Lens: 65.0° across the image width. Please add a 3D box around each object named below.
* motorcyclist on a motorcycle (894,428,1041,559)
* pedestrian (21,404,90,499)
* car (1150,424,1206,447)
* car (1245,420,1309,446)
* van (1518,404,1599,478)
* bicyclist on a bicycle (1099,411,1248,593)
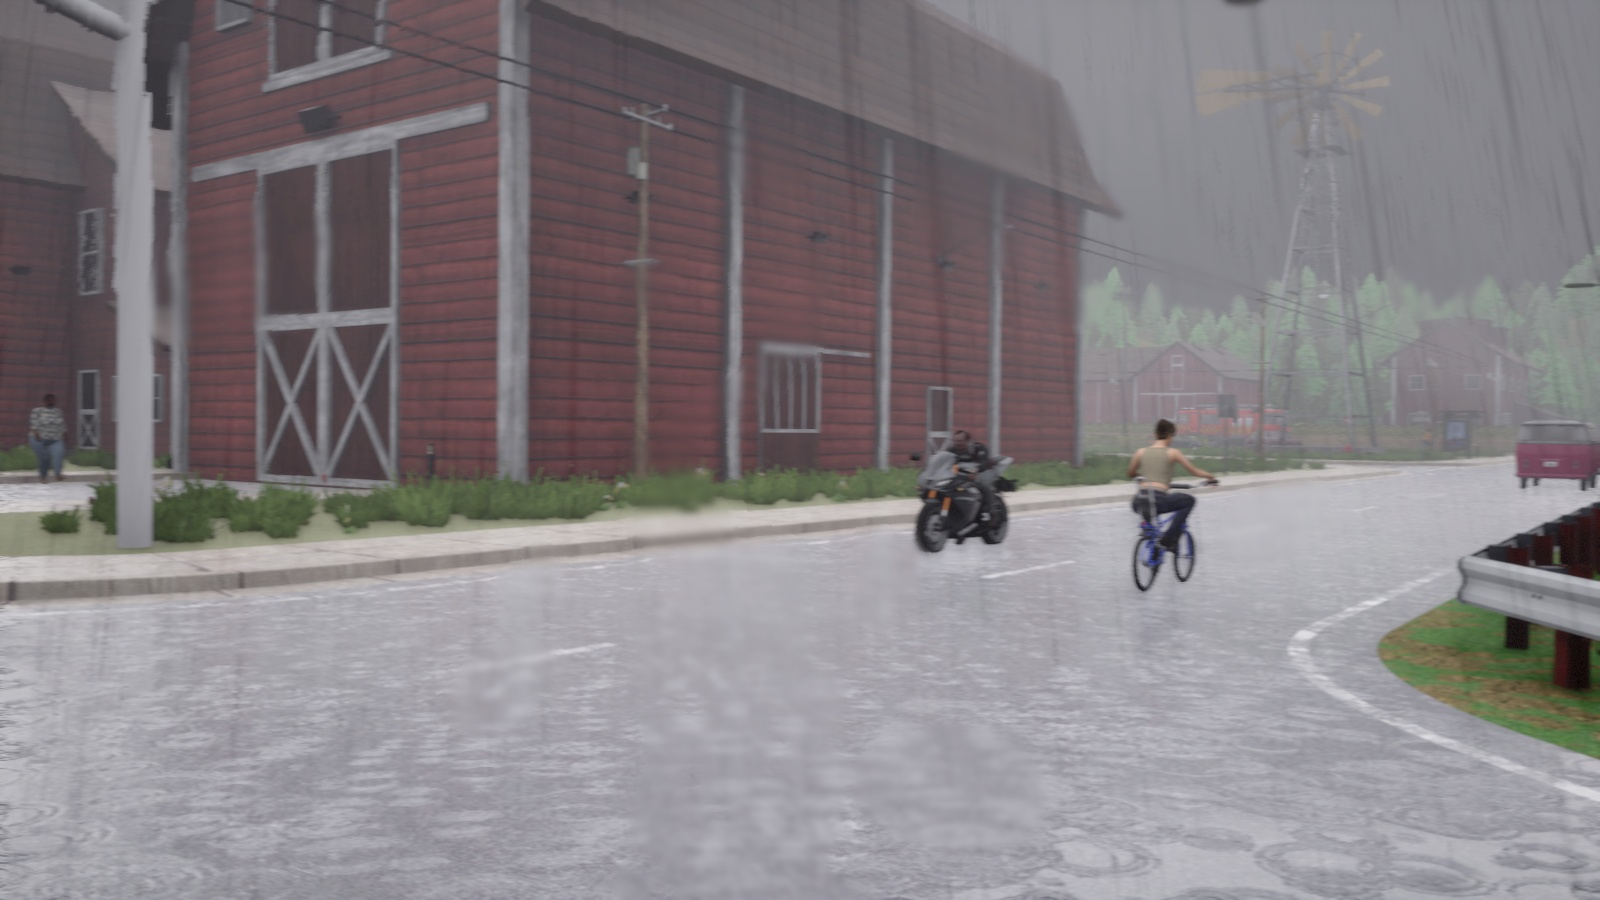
[{"bbox_3d":[2.148,0.489,15.841,0.866,1.530,2.191,0,1,37],"label":"motorcyclist on a motorcycle"},{"bbox_3d":[-14.838,0.023,25.025,0.900,1.855,0.874,0,1,37],"label":"pedestrian"},{"bbox_3d":[26.386,-1.007,87.753,3.705,1.549,1.789,0,1,14],"label":"car"},{"bbox_3d":[34.305,-1.226,90.272,4.553,1.767,2.097,-1,1,-35],"label":"car"},{"bbox_3d":[22.016,-0.289,36.165,1.775,1.987,4.442,0,1,37],"label":"van"},{"bbox_3d":[3.582,0.449,11.991,0.866,1.612,1.509,0,1,38],"label":"bicyclist on a bicycle"}]
